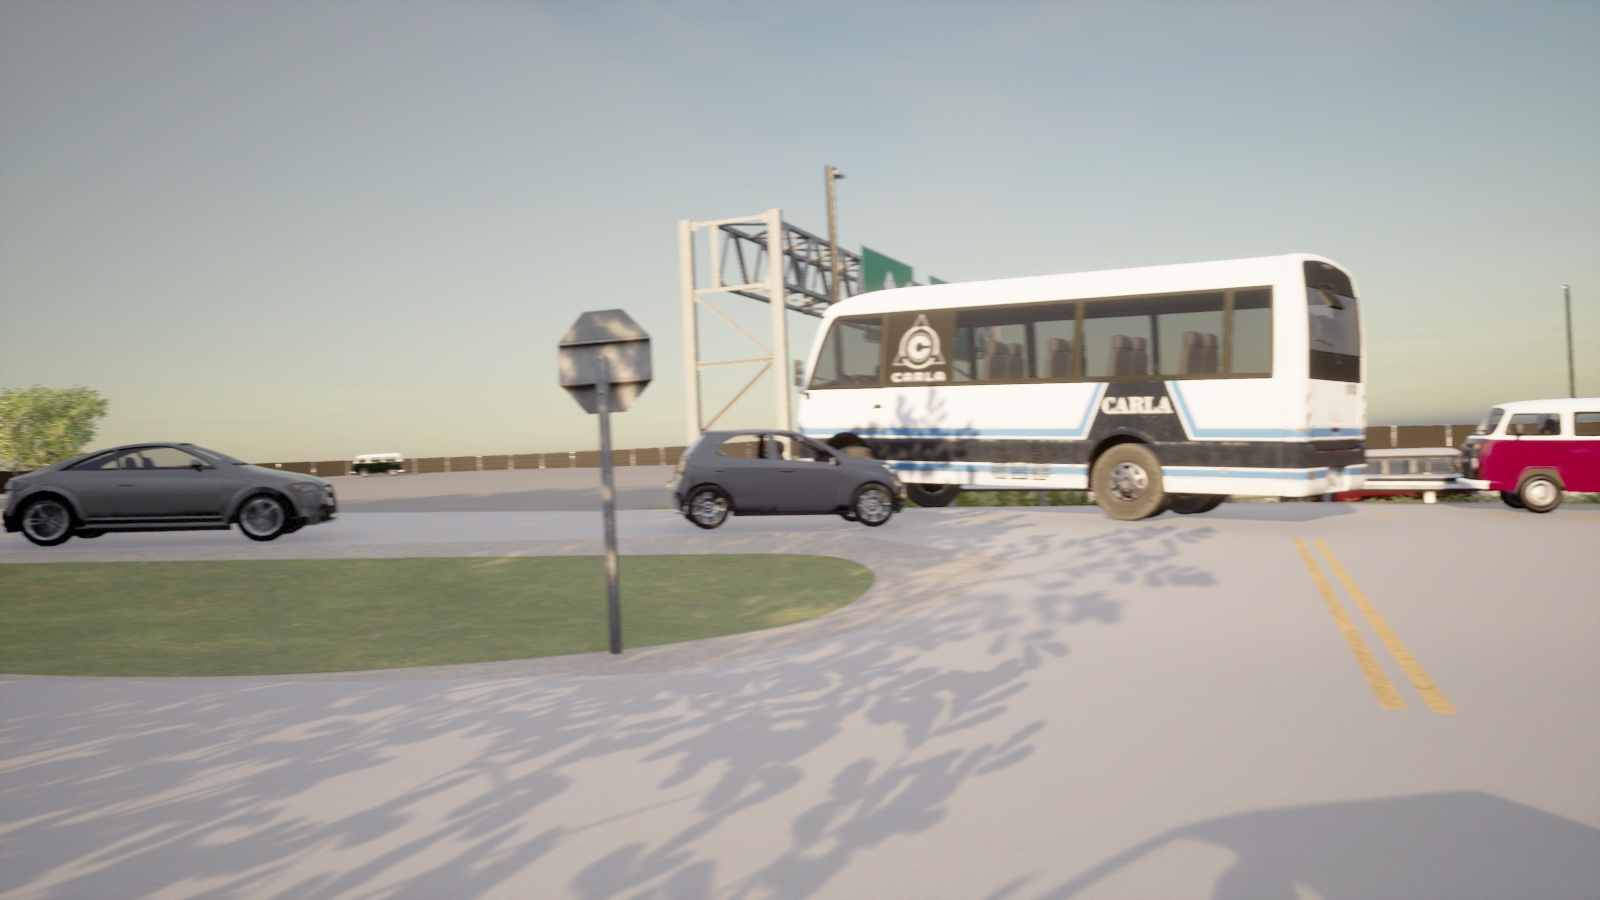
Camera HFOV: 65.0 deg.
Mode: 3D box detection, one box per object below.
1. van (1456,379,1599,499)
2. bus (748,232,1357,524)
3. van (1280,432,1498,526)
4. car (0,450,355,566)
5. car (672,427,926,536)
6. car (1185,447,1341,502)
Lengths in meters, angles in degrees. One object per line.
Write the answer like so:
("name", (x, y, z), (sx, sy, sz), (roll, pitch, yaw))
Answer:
("van", (14.359, -0.226, 22.287), (4.480, 2.038, 2.069), (-1, 1, 18))
("bus", (4.214, -1.075, 23.083), (10.273, 4.253, 3.944), (0, 1, 40))
("van", (13.662, 0.679, 29.419), (4.442, 1.987, 1.775), (-3, 0, 21))
("car", (-8.612, 0.762, 17.714), (4.181, 1.385, 1.994), (-2, 0, -13))
("car", (-0.078, 0.457, 19.475), (3.633, 1.501, 1.845), (-2, 0, -10))
("car", (14.794, 0.774, 40.245), (4.514, 1.525, 2.007), (-3, 0, 21))
